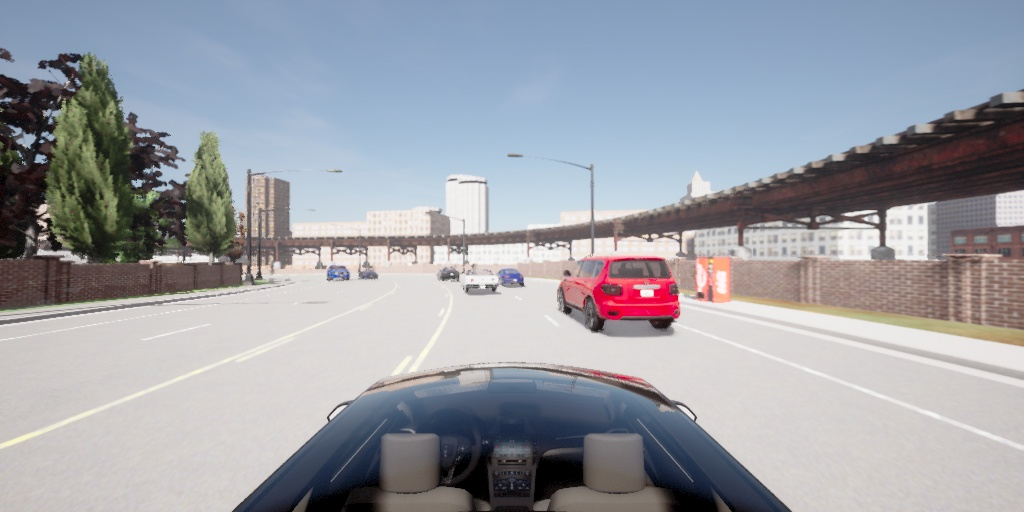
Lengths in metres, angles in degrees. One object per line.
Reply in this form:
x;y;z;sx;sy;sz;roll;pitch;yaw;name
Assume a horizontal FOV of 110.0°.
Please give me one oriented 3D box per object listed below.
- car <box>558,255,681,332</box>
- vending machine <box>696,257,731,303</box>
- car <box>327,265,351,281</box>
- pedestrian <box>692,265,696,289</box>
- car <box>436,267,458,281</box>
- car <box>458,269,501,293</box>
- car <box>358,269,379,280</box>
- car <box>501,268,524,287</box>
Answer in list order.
3.000;1.019;11.276;2.150;2.045;5.566;0;-1;-5;car
8.519;1.022;15.224;1.100;2.100;0.880;0;0;-7;vending machine
-22.193;2.140;45.855;2.150;2.045;5.566;0;-2;-33;car
8.385;0.938;16.222;0.500;1.100;0.500;-1;0;-8;pedestrian
-7.033;1.943;39.302;1.994;1.385;4.181;0;-2;-21;car
-2.158;1.498;22.744;1.895;1.301;4.718;0;-2;-12;car
-18.797;2.451;46.898;1.994;1.385;4.181;0;-2;-32;car
-0.340;1.746;29.563;1.812;1.442;4.674;0;-2;-15;car
